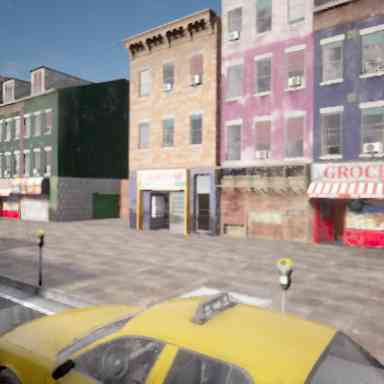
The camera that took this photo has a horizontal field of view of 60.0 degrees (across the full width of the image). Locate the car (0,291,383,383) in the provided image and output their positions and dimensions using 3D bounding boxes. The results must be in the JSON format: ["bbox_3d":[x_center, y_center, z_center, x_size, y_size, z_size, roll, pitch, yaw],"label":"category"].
[{"bbox_3d":[-0.043,1.537,2.828,4.829,1.417,1.752,0,0,36],"label":"car"}]
